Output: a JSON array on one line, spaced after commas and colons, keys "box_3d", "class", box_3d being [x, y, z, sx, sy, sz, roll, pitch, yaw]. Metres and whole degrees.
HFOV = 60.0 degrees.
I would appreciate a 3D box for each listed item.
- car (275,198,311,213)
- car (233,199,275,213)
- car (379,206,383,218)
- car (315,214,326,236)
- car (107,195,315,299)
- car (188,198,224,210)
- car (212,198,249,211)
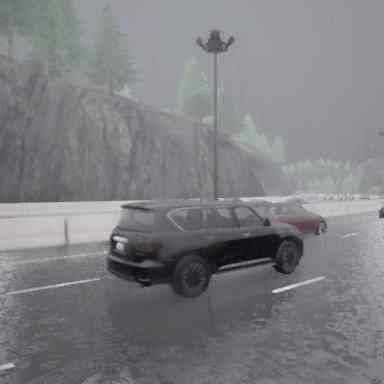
[{"box_3d": [11.330, 1.470, 37.258, 1.837, 1.490, 4.892, 0, 0, 44], "class": "car"}, {"box_3d": [7.201, 1.525, 38.012, 2.033, 1.411, 5.357, 0, 0, 45], "class": "car"}, {"box_3d": [17.570, 1.510, 28.367, 4.181, 1.385, 1.994, 0, 0, -45], "class": "car"}, {"box_3d": [4.756, 1.337, 16.562, 4.553, 1.767, 2.097, 0, 0, -40], "class": "car"}, {"box_3d": [0.596, 1.224, 8.722, 5.566, 2.045, 2.150, -1, 0, -38], "class": "car"}, {"box_3d": [1.885, 1.499, 42.621, 1.837, 1.490, 4.892, 0, 0, 44], "class": "car"}, {"box_3d": [4.749, 1.490, 40.548, 1.837, 1.490, 4.892, 0, 0, 44], "class": "car"}]
